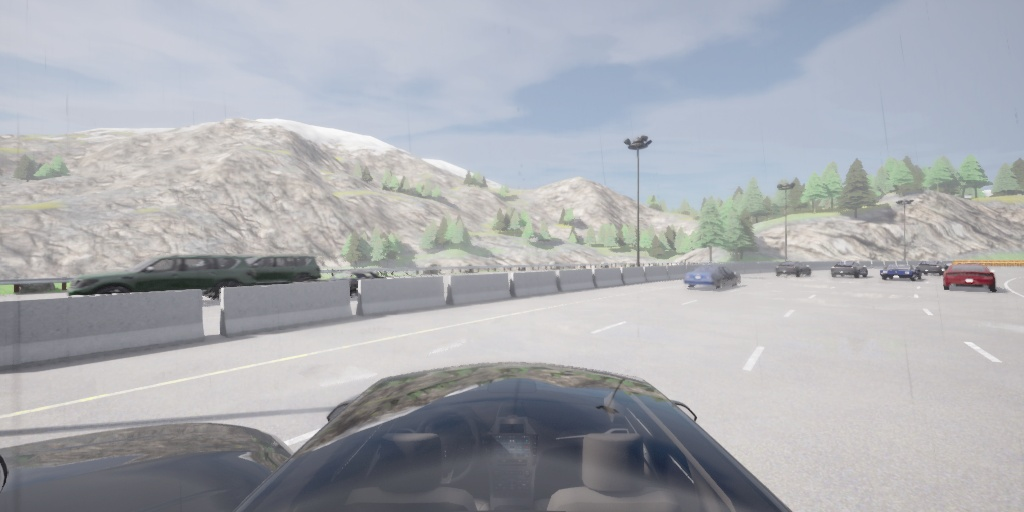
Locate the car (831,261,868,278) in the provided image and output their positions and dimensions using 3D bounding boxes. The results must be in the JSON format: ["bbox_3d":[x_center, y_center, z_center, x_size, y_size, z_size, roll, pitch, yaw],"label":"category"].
[{"bbox_3d":[31.368,1.241,33.332,4.902,1.511,2.128,0,0,-35],"label":"car"}]

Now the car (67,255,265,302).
[{"bbox_3d":[-13.866,0.971,14.733,2.150,2.045,5.566,0,0,39],"label":"car"}]

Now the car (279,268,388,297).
[{"bbox_3d":[-7.715,1.351,16.713,1.895,1.301,4.718,0,0,41],"label":"car"}]

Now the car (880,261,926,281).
[{"bbox_3d":[32.302,1.351,29.723,4.718,1.301,1.895,0,0,-35],"label":"car"}]

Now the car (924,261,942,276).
[{"bbox_3d":[43.305,1.241,36.857,4.902,1.511,2.128,0,0,-31],"label":"car"}]

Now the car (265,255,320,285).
[{"bbox_3d":[-13.848,0.971,20.290,2.150,2.045,5.566,0,0,40],"label":"car"}]

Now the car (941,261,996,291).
[{"bbox_3d":[27.780,1.227,21.852,5.008,1.535,1.882,0,0,-39],"label":"car"}]

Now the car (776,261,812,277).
[{"bbox_3d":[27.250,1.237,34.661,4.902,1.511,2.128,1,0,-36],"label":"car"}]

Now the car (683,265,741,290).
[{"bbox_3d":[12.796,1.297,22.805,5.357,1.411,2.033,0,0,-43],"label":"car"}]

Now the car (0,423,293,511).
[{"bbox_3d":[-2.982,1.255,0.515,4.892,1.490,1.837,0,0,-45],"label":"car"}]
